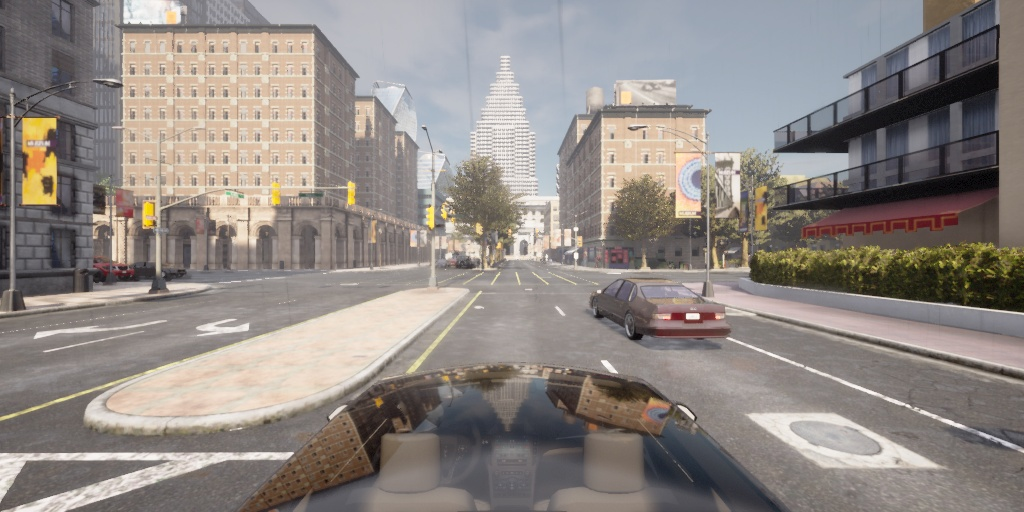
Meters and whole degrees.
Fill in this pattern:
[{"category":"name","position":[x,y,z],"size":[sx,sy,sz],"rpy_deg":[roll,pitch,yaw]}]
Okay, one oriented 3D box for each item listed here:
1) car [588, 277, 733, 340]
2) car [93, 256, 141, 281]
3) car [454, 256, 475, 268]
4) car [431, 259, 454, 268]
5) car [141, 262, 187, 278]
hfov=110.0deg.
[{"category":"car","position":[3.634,1.298,9.935],"size":[2.033,1.411,5.357],"rpy_deg":[0,0,-3]},{"category":"car","position":[-34.649,0.973,29.484],"size":[5.566,2.045,2.150],"rpy_deg":[0,0,0]},{"category":"car","position":[-8.065,0.975,60.745],"size":[2.150,2.045,5.566],"rpy_deg":[0,0,0]},{"category":"car","position":[-11.560,1.301,60.120],"size":[2.033,1.411,5.357],"rpy_deg":[0,0,0]},{"category":"car","position":[-32.850,1.257,33.012],"size":[4.892,1.490,1.837],"rpy_deg":[0,0,0]}]
